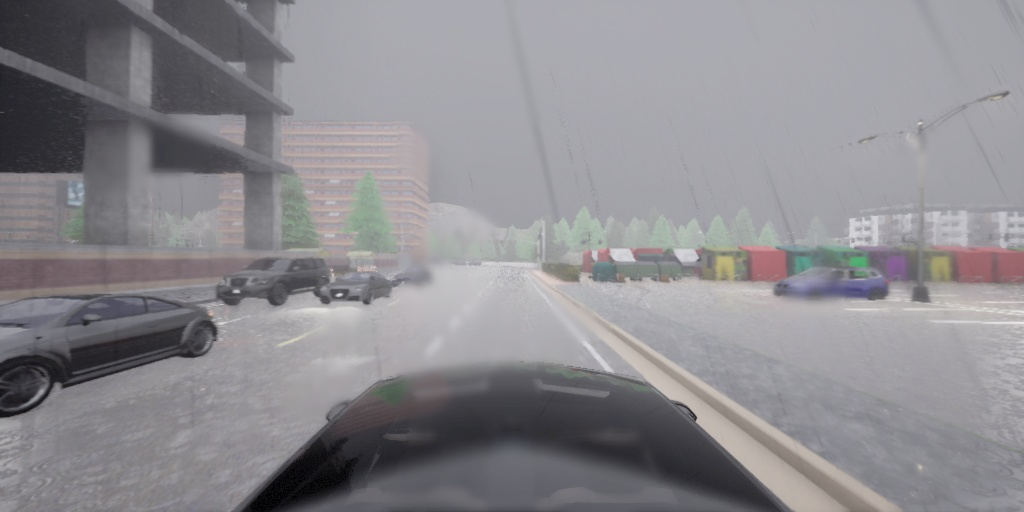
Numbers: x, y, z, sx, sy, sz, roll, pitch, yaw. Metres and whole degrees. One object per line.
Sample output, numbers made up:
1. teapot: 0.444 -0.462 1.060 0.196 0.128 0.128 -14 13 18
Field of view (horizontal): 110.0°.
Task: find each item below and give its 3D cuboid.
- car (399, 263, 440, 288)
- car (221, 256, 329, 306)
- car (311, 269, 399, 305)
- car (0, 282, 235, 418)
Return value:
1. car: -7.023 1.472 26.151 2.033 1.411 5.357 0 -1 1
2. car: -10.498 1.027 16.445 2.150 2.045 5.566 0 -1 0
3. car: -6.999 1.406 16.540 1.994 1.385 4.181 0 -1 0
4. car: -7.100 1.305 5.723 1.994 1.385 4.181 0 0 0
